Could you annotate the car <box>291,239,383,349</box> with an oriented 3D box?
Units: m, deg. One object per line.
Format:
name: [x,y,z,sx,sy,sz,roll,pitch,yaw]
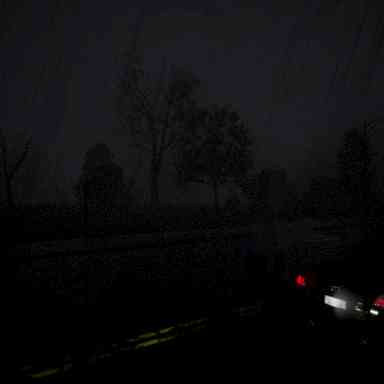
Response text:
car: [3.728,1.563,5.943,4.181,1.385,1.994,0,0,-34]
